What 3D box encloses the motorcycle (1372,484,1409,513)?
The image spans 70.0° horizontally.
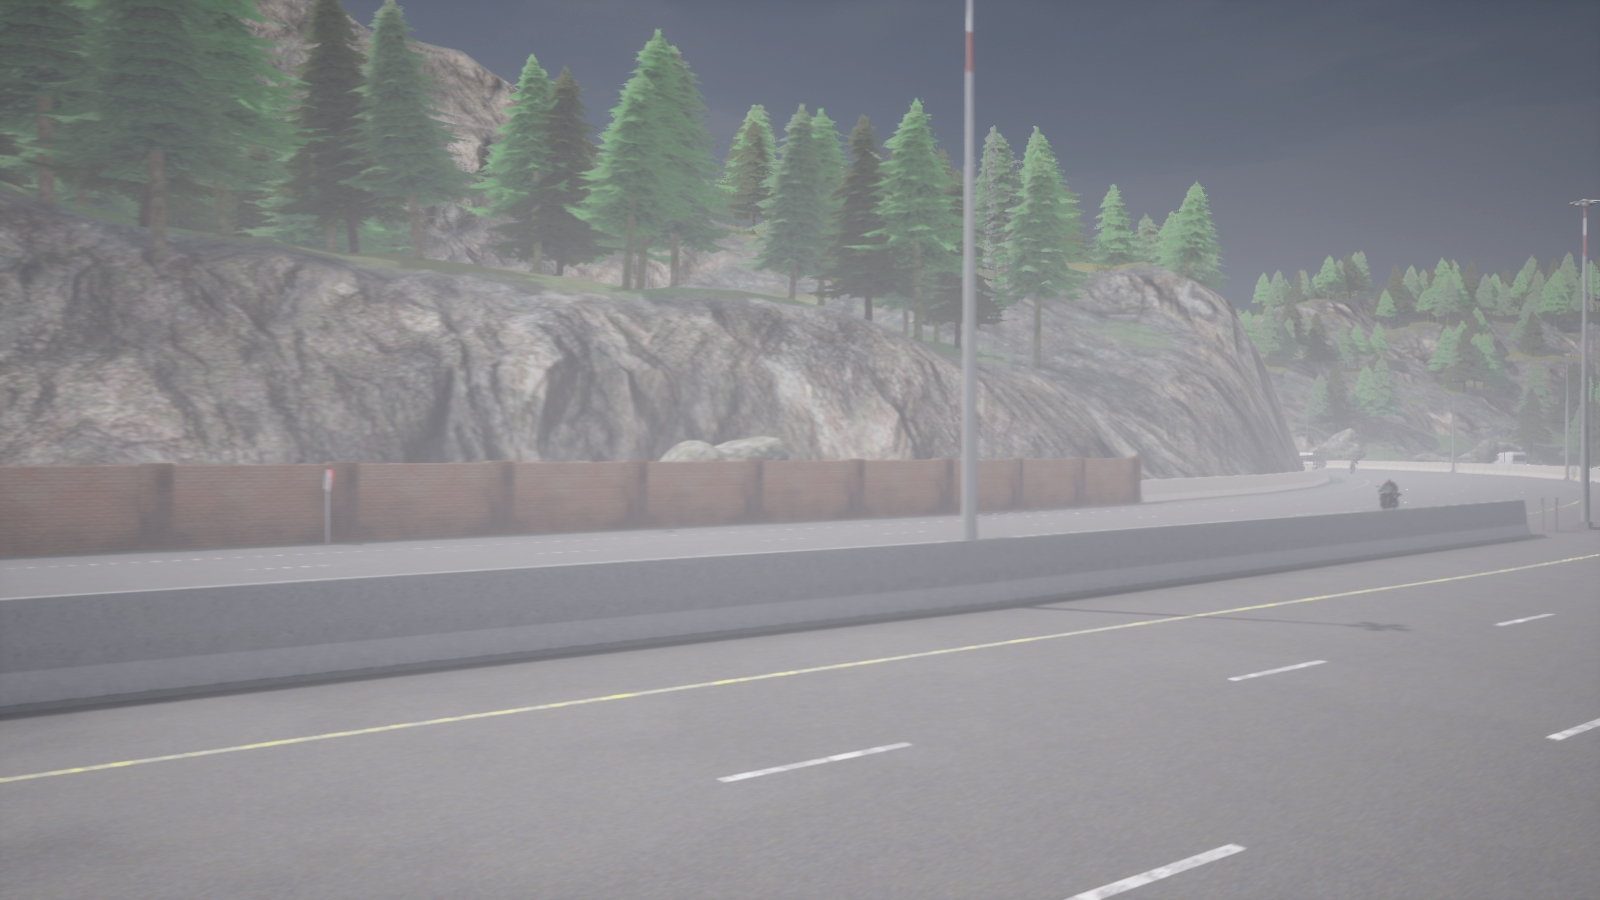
[{"bbox_3d":[27.151,2.203,52.524,0.867,1.251,2.209,-2,-1,44],"label":"motorcycle"}]
